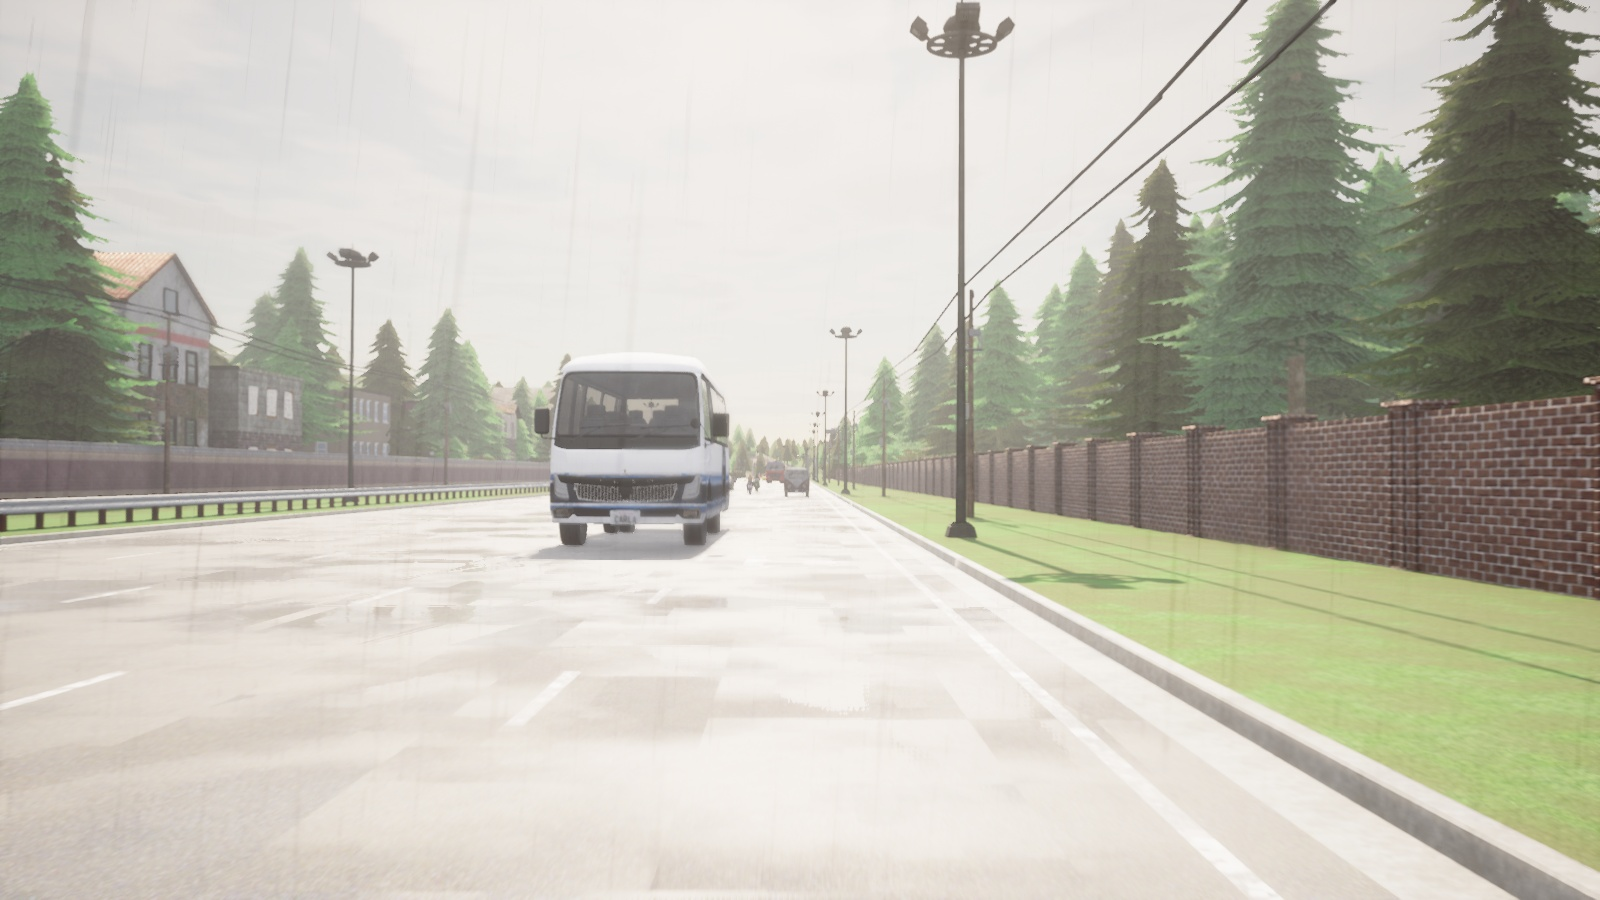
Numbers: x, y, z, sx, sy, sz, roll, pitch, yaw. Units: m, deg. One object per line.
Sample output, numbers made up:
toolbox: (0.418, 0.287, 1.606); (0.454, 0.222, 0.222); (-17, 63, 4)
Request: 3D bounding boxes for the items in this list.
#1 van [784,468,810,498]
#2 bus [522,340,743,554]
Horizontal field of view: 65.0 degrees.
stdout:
van: (-0.207, 2.248, 86.105); (1.775, 1.987, 4.442); (0, -1, 0)
bus: (-3.577, 0.045, 30.157); (3.944, 4.253, 10.273); (0, -1, 0)
